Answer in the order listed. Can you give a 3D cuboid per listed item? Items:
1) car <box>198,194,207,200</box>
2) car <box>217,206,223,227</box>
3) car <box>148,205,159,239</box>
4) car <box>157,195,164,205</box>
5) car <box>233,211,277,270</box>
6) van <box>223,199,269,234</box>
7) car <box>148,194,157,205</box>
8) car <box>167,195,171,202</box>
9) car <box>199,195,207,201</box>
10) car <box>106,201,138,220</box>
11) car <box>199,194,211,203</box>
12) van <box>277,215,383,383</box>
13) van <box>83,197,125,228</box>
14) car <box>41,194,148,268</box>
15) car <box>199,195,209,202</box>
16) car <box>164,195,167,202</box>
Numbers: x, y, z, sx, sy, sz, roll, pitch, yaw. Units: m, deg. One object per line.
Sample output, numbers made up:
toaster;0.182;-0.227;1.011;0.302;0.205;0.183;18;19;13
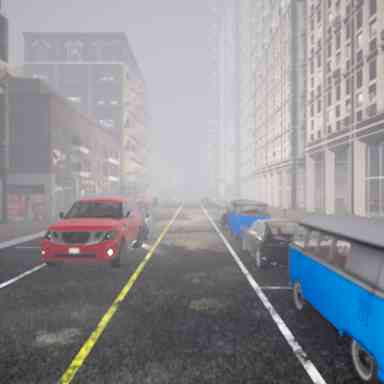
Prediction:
car;2.633;1.207;84.112;1.967;1.590;4.097;0;0;0
car;2.676;1.494;21.979;1.947;1.339;4.313;0;0;0
car;-3.011;1.548;16.606;1.994;1.385;4.181;0;0;0
car;-5.724;1.415;50.216;1.947;1.339;4.313;0;0;0
car;2.684;1.514;10.682;2.008;1.369;4.403;0;0;0
van;2.681;1.287;16.330;1.690;1.788;3.998;0;0;0
car;-5.716;1.196;38.918;2.192;1.841;5.009;0;0;0
car;-5.736;1.332;66.992;1.752;1.417;4.829;0;0;0
car;2.636;1.361;78.465;1.802;1.307;4.206;0;0;0
car;-5.708;1.496;27.622;1.802;1.307;4.206;0;0;0
car;2.648;1.400;61.519;1.802;1.307;4.206;0;0;0
van;2.688;1.323;5.032;1.690;1.788;3.998;0;0;0
van;-5.704;1.272;21.972;1.690;1.788;3.998;0;0;0
car;-3.090;1.183;11.541;2.150;2.045;5.566;0;0;0
car;2.641;1.357;72.816;1.947;1.339;4.313;0;0;0
car;-5.727;1.385;55.864;2.008;1.369;4.403;0;0;0
